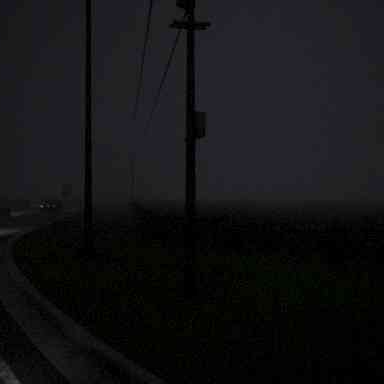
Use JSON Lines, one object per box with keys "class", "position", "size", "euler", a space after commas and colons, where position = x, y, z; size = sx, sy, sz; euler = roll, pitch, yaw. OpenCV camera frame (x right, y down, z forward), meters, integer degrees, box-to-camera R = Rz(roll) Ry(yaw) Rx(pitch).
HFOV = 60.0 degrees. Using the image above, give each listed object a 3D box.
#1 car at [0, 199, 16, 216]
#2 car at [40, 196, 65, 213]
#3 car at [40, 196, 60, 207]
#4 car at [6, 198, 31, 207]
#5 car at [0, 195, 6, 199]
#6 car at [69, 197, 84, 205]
{"class": "car", "position": [-17.296, 1.567, 28.886], "size": [1.895, 1.301, 4.718], "euler": [0, 0, -12]}
{"class": "car", "position": [-15.399, 1.511, 36.835], "size": [2.033, 1.411, 5.357], "euler": [0, 0, -12]}
{"class": "car", "position": [-22.252, 1.424, 52.344], "size": [1.882, 1.535, 5.008], "euler": [0, 0, -12]}
{"class": "car", "position": [-25.072, 1.511, 48.759], "size": [1.994, 1.385, 4.181], "euler": [0, 0, -12]}
{"class": "car", "position": [-28.877, 1.294, 49.832], "size": [2.097, 1.767, 4.553], "euler": [0, 0, -12]}
{"class": "car", "position": [-19.491, 1.511, 56.206], "size": [1.994, 1.385, 4.181], "euler": [0, 0, -12]}
